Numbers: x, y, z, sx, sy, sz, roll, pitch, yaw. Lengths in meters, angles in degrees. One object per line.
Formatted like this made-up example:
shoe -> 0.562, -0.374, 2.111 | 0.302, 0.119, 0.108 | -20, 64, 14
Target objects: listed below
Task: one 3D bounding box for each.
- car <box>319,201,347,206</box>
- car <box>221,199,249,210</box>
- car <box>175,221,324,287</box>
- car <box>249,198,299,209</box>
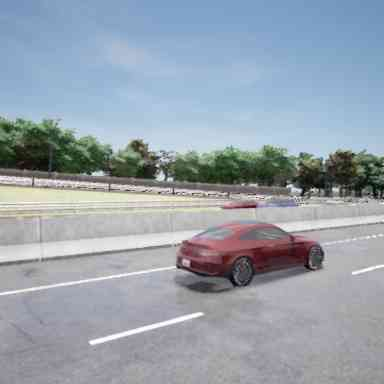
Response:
car -> 12.714, 1.555, 30.254 | 4.674, 1.442, 1.812 | 0, 0, -35
car -> 5.120, 1.500, 33.437 | 5.008, 1.535, 1.882 | 0, 0, -35
car -> 1.725, 1.529, 9.292 | 4.674, 1.442, 1.812 | 0, 0, -36
car -> 7.992, 1.376, 31.185 | 4.553, 1.767, 2.097 | 0, 0, -35
